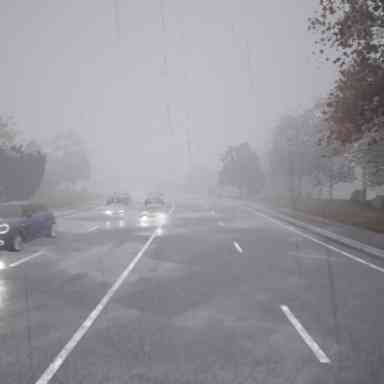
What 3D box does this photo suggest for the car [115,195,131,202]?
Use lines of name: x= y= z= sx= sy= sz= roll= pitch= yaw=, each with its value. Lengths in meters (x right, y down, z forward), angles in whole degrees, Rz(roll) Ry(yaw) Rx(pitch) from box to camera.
car: x=-7.097 y=0.543 z=32.719 sx=1.994 sy=1.385 sz=4.181 roll=0 pitch=2 yaw=-1

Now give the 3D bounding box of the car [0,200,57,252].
car: x=-7.104 y=1.180 z=13.021 sx=2.097 sy=1.767 sz=4.553 roll=0 pitch=1 yaw=0

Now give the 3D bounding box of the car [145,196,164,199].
car: x=-3.601 y=0.587 z=32.776 sx=1.895 sy=1.301 sz=4.718 roll=0 pitch=2 yaw=-1
